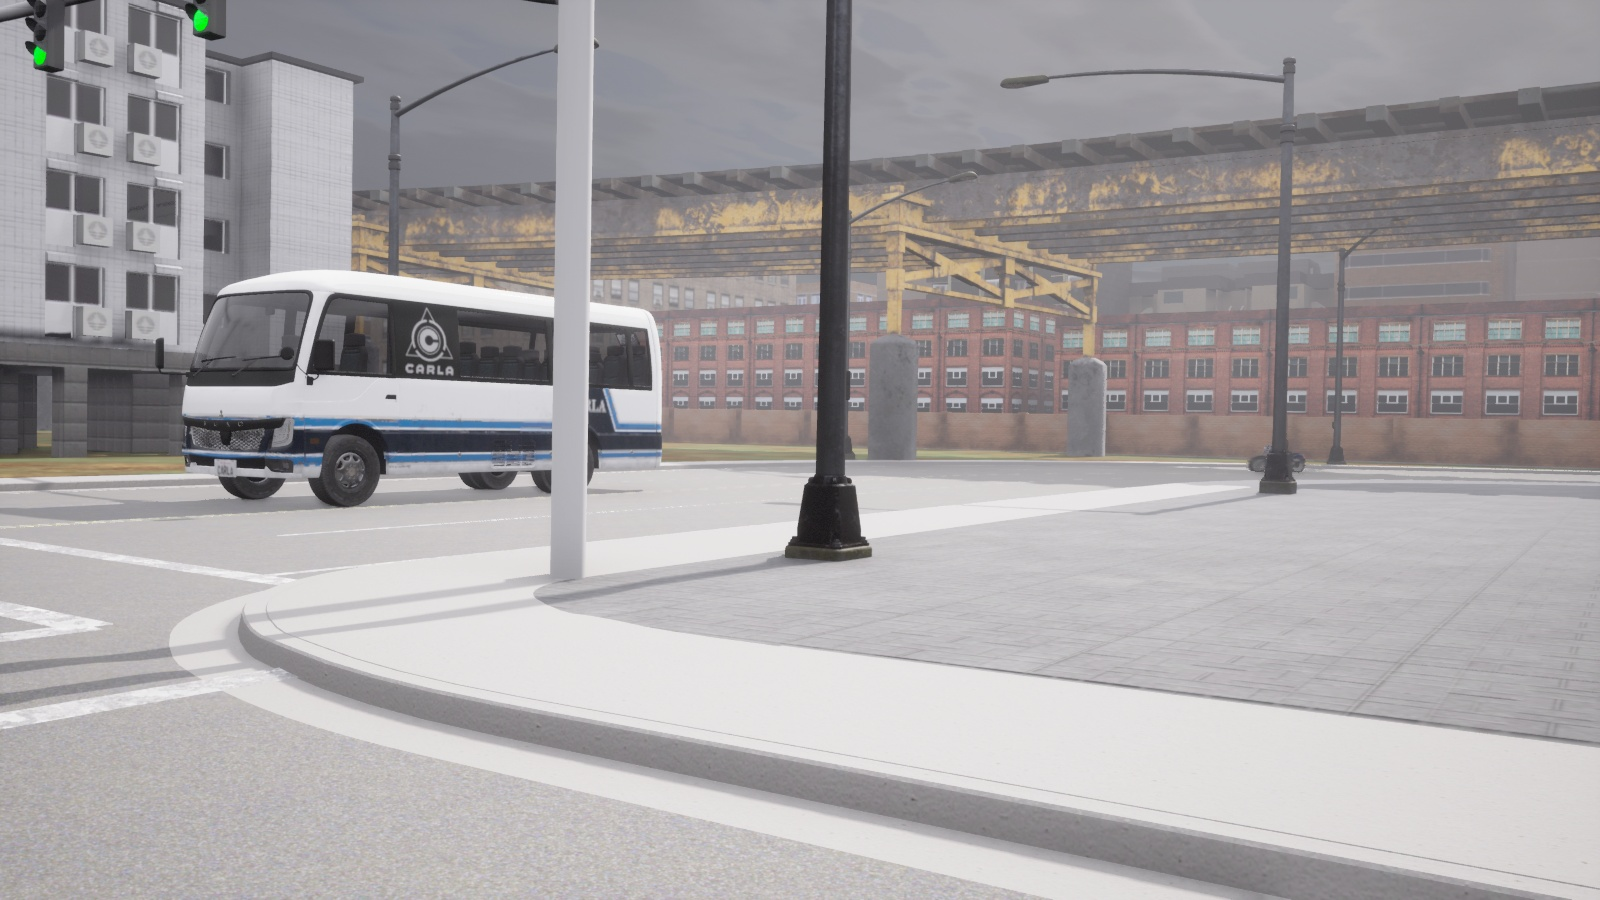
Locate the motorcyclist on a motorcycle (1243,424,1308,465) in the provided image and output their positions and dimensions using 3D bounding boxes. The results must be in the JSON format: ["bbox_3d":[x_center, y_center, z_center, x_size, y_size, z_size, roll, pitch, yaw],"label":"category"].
[{"bbox_3d":[19.037,-0.226,50.314,2.350,1.649,0.766,0,2,-7],"label":"motorcyclist on a motorcycle"}]

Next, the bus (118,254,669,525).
[{"bbox_3d":[-7.391,-1.054,25.062,3.944,4.253,10.273,1,1,33],"label":"bus"}]
